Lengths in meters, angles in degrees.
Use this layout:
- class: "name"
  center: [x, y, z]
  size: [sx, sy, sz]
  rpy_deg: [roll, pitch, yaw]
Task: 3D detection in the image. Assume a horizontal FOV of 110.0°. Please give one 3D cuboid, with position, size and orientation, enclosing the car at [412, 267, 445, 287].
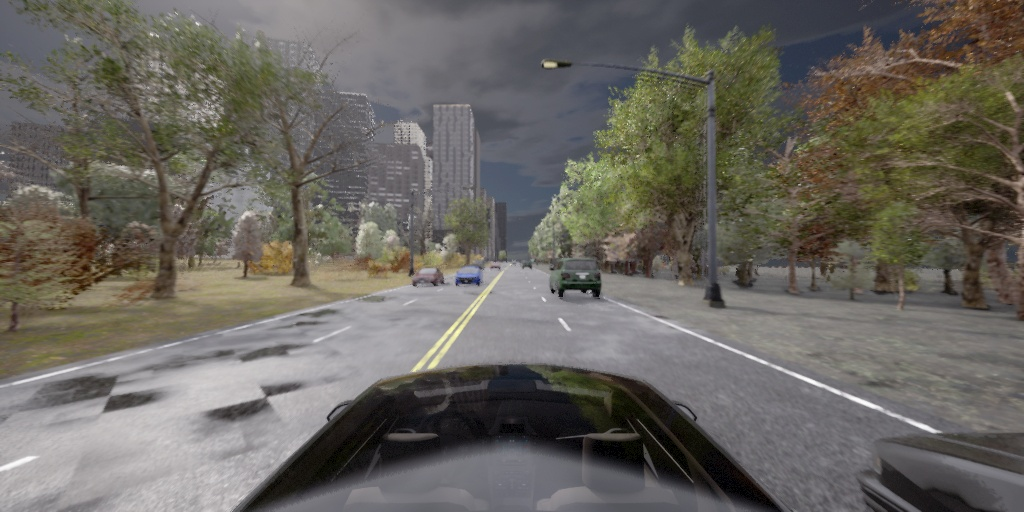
- class: "car"
  center: [-6.598, 1.644, 28.685]
  size: [1.812, 1.442, 4.674]
  rpy_deg: [0, -1, 0]

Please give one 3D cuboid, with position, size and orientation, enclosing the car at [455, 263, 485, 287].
- class: "car"
  center: [-3.348, 1.586, 28.747]
  size: [1.882, 1.535, 5.008]
  rpy_deg: [0, -1, 0]

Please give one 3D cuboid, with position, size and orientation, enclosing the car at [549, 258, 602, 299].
- class: "car"
  center: [3.366, 1.168, 19.852]
  size: [2.150, 2.045, 5.566]
  rpy_deg: [0, -1, 0]
